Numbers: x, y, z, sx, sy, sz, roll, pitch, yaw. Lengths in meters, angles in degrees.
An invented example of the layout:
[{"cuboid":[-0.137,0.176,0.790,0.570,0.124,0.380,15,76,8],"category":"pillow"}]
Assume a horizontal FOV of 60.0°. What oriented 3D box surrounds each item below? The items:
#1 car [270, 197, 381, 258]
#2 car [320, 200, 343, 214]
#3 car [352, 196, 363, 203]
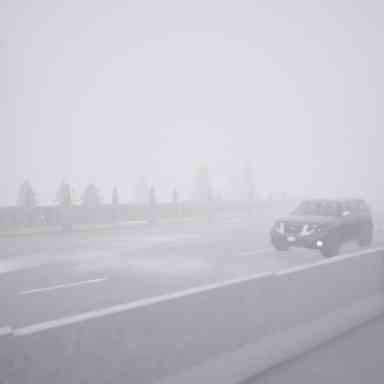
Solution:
[{"cuboid":[5.391,1.263,13.354,5.566,2.045,2.150,0,0,-44],"category":"car"},{"cuboid":[16.234,1.684,38.439,1.812,1.442,4.674,-1,0,31],"category":"car"},{"cuboid":[36.670,1.655,73.578,1.812,1.442,4.674,-1,-1,30],"category":"car"}]
